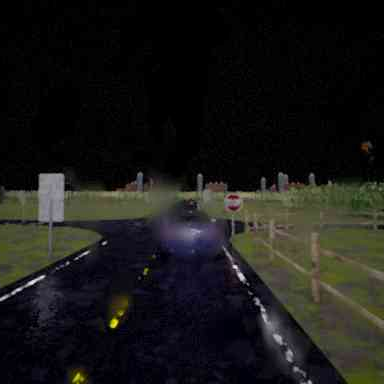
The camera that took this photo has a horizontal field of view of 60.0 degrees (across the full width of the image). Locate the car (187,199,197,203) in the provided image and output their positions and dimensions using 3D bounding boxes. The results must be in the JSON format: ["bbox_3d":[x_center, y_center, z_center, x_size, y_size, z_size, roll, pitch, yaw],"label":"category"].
[{"bbox_3d":[-0.068,2.187,71.550,1.882,1.535,5.008,0,-1,0],"label":"car"}]

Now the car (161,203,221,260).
[{"bbox_3d":[-0.075,1.497,13.316,2.097,1.767,4.553,0,-1,-1],"label":"car"}]

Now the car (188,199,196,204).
[{"bbox_3d":[-0.077,2.315,82.000,1.895,1.301,4.718,0,-1,0],"label":"car"}]
